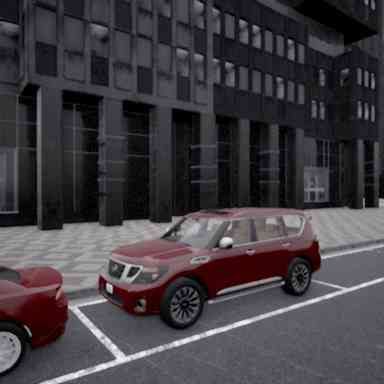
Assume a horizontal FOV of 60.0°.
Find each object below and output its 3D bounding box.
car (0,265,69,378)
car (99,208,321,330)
[{"bbox_3d":[-3.852,1.547,3.913,4.507,1.381,1.887,0,0,-35],"label":"car"},{"bbox_3d":[0.663,1.304,7.074,5.009,1.841,2.192,0,0,-35],"label":"car"}]
